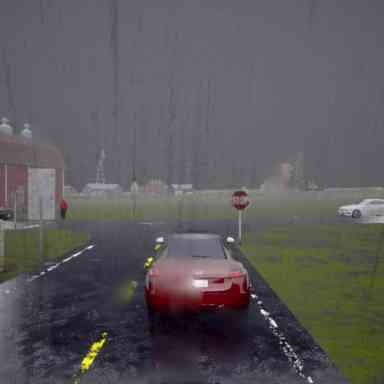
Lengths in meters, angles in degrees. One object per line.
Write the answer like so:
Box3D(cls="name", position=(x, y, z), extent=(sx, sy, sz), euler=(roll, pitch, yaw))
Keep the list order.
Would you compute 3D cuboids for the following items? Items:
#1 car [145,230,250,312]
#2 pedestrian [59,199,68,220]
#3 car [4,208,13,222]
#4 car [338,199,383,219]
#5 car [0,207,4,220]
Box3D(cls="car", position=(0.087, 1.565, 7.799), extent=(1.994, 1.385, 4.181), euler=(0, 0, -1))
Box3D(cls="pedestrian", position=(-11.273, 1.491, 29.142), extent=(0.375, 1.860, 0.375), euler=(0, 0, 4))
Box3D(cls="car", position=(-16.994, 1.754, 26.641), extent=(5.008, 1.535, 1.882), euler=(-1, -1, 5))
Box3D(cls="car", position=(13.983, 1.283, 26.256), extent=(4.674, 1.442, 1.812), euler=(-1, 0, -4))
Box3D(cls="car", position=(-16.796, 1.790, 23.664), extent=(5.357, 1.411, 2.033), euler=(-1, -1, 5))
